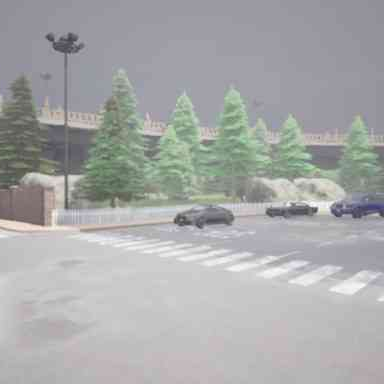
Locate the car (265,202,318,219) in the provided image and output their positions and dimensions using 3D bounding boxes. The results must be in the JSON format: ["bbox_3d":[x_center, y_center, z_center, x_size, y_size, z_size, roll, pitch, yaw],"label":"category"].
[{"bbox_3d":[8.336,1.512,27.825,4.718,1.301,1.895,0,0,-33],"label":"car"}]

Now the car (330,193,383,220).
[{"bbox_3d":[14.000,1.113,27.501,5.566,2.045,2.150,0,0,-27],"label":"car"}]

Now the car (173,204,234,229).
[{"bbox_3d":[0.825,1.502,21.372,4.181,1.385,1.994,0,0,-43],"label":"car"}]
